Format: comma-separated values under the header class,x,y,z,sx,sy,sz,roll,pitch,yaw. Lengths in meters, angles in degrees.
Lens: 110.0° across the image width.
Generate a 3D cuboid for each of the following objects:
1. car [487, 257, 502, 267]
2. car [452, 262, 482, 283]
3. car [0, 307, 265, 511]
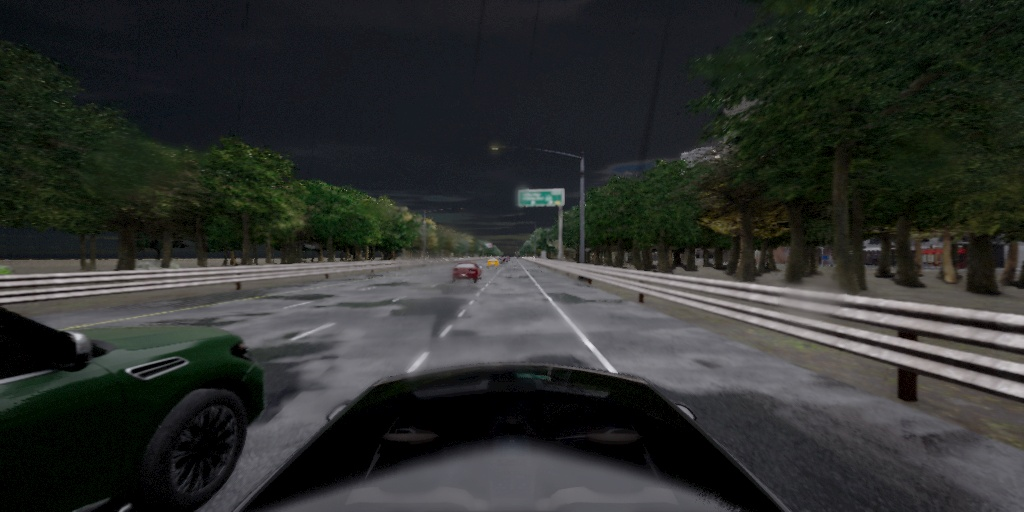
class,x,y,z,sx,sy,sz,roll,pitch,yaw
car,-3.339,1.191,64.337,1.882,1.535,5.008,0,0,0
car,-3.467,1.224,28.243,1.882,1.535,5.008,0,0,0
car,-3.502,0.971,1.137,2.150,2.045,5.566,0,0,0
